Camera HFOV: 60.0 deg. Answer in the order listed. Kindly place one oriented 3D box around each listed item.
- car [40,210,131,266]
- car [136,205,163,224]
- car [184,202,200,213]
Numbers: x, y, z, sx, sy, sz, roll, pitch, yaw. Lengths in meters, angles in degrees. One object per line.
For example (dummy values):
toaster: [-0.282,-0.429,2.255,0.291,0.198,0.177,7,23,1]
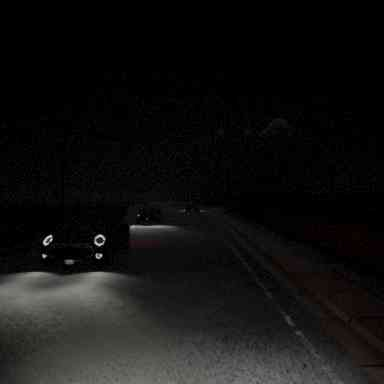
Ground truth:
car: [-3.589,1.488,11.999,2.097,1.767,4.553,0,-1,0]
car: [-3.495,1.846,28.233,1.812,1.442,4.674,0,-1,0]
car: [0.079,2.034,45.476,1.812,1.442,4.674,0,-1,0]
